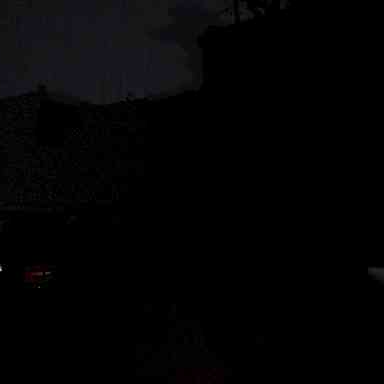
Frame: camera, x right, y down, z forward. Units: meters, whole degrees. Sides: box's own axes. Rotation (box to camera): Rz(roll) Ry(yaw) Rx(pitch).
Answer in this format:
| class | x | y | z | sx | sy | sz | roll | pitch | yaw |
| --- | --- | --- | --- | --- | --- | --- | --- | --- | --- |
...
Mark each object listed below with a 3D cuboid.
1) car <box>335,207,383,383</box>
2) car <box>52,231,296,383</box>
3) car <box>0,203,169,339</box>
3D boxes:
| class | x | y | z | sx | sy | sz | roll | pitch | yaw |
| --- | --- | --- | --- | --- | --- | --- | --- | --- | --- |
| car | 2.880 | 1.230 | 3.328 | 2.435 | 2.045 | 5.566 | 0 | -1 | 16 |
| car | 0.427 | 1.516 | 5.068 | 2.163 | 1.488 | 4.792 | 0 | -1 | 15 |
| car | -2.012 | 1.240 | 6.874 | 2.435 | 2.045 | 5.566 | 0 | -1 | 15 |
